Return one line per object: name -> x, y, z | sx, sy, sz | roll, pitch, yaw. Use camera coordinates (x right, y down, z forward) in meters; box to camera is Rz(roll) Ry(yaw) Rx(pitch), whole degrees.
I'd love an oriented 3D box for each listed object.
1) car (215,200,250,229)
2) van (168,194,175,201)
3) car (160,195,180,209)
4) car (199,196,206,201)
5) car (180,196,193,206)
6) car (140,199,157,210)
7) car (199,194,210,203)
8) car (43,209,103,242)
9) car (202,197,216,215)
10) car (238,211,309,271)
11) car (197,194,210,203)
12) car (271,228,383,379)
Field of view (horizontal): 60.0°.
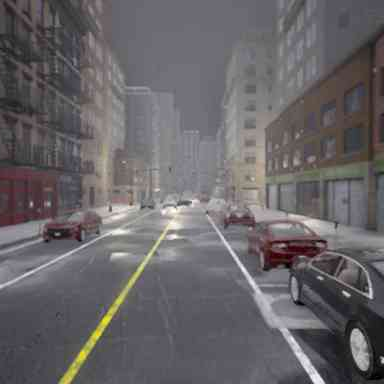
car -> 2.841, 1.452, 21.807 | 1.967, 1.590, 4.097 | -1, 0, 0
van -> -5.711, 1.499, 93.009 | 1.690, 1.788, 3.998 | -1, 0, 0
car -> -3.027, 1.574, 46.305 | 1.812, 1.442, 4.674 | 0, 0, 0
car -> 2.823, 1.673, 87.595 | 1.752, 1.417, 4.829 | -1, 0, 0
car -> -1.858, 1.685, 53.890 | 1.895, 1.301, 4.718 | 0, 0, 31
car -> -5.691, 1.609, 43.792 | 1.947, 1.339, 4.313 | -1, 0, 0
car -> 2.821, 1.437, 76.254 | 2.192, 1.841, 5.009 | -1, 0, 0
car -> -5.681, 1.551, 16.308 | 1.887, 1.381, 4.507 | -1, 0, 0
car -> 2.339, 1.553, 34.728 | 1.812, 1.442, 4.674 | 0, 0, 0
car -> 2.846, 1.548, 10.814 | 1.887, 1.381, 4.507 | -1, 0, 0
car -> 2.822, 1.423, 70.668 | 2.192, 1.841, 5.009 | -1, 0, 0
car -> 2.848, 1.552, 5.317 | 2.008, 1.369, 4.403 | -1, 0, 0
